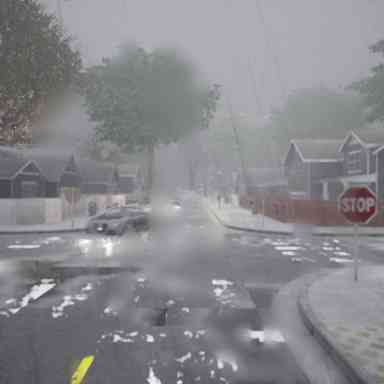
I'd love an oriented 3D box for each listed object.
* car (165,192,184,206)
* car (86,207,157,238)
[{"bbox_3d":[-2.625,1.117,45.929,2.128,1.511,4.902,0,1,0],"label":"car"},{"bbox_3d":[-3.434,1.452,16.937,1.994,1.385,4.181,1,1,22],"label":"car"}]
